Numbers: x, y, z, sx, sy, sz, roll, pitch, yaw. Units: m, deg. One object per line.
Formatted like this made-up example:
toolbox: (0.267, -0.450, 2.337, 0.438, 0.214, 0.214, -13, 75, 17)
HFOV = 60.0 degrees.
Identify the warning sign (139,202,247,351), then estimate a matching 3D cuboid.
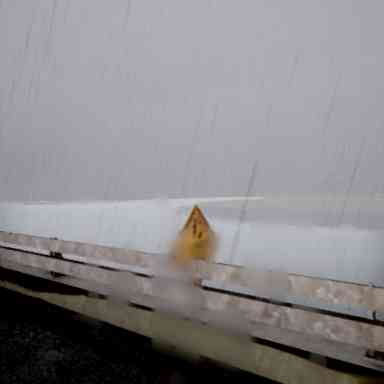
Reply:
warning sign: (0.049, 1.112, 5.108, 1.060, 1.860, 1.300, -1, 0, 36)
